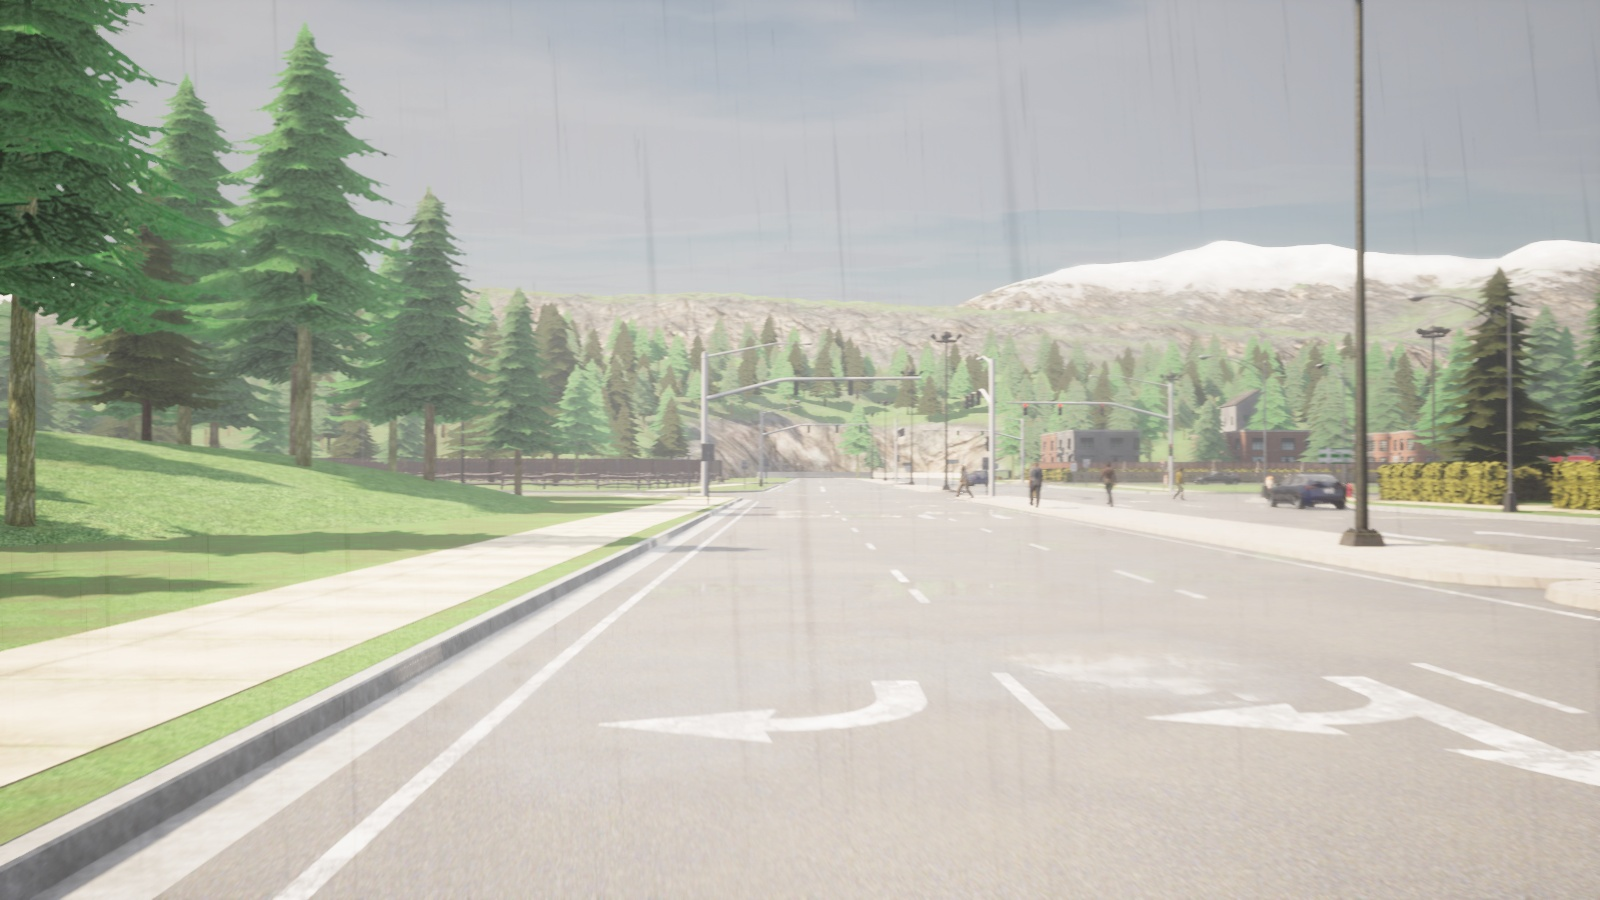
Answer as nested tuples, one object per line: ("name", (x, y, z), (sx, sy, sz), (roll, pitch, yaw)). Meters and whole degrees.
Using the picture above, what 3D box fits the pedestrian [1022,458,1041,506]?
("pedestrian", (8.943, 1.232, 48.475), (0.540, 1.848, 0.694), (0, -1, -3))

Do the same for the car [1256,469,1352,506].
("car", (21.540, 1.589, 53.936), (2.163, 1.488, 4.792), (0, -1, 0))

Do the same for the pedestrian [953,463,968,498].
("pedestrian", (8.439, 1.596, 66.080), (0.694, 1.848, 0.540), (0, -1, -7))

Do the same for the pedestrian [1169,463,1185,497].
("pedestrian", (20.226, 1.610, 67.317), (0.726, 1.835, 0.370), (0, -1, 0))

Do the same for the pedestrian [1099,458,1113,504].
("pedestrian", (12.237, 1.234, 50.269), (0.328, 1.805, 0.869), (0, -1, 0))
